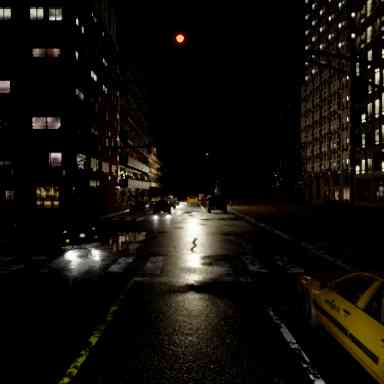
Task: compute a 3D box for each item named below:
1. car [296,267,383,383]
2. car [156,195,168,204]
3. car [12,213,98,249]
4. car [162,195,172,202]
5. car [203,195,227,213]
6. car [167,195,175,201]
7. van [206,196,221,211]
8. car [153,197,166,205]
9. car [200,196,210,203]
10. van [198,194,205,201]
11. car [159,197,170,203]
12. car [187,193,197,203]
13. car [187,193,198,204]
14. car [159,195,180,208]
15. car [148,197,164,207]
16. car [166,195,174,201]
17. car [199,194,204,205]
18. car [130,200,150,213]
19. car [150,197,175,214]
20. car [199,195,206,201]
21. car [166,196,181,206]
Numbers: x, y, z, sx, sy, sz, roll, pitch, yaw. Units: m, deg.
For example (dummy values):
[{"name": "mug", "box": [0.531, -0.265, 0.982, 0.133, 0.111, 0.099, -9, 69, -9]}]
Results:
[{"name": "car", "box": [2.686, 1.525, 4.140, 1.752, 1.417, 4.829, 0, 0, 0]}, {"name": "car", "box": [-5.704, 1.488, 64.014, 1.967, 1.590, 4.097, 0, 0, 0]}, {"name": "car", "box": [-6.178, 1.651, 14.910, 4.181, 1.385, 1.994, -1, 0, 34]}, {"name": "car", "box": [-5.705, 1.506, 75.068, 1.967, 1.590, 4.097, 0, 0, 0]}, {"name": "car", "box": [2.680, 1.327, 36.383, 2.192, 1.841, 5.009, 0, 0, 0]}, {"name": "car", "box": [-5.707, 1.644, 91.647, 1.887, 1.381, 4.507, 0, 0, 0]}, {"name": "van", "box": [2.679, 1.358, 41.909, 1.690, 1.788, 3.998, 0, 0, 0]}, {"name": "car", "box": [-5.702, 1.583, 58.487, 1.887, 1.381, 4.507, 0, 0, 0]}, {"name": "car", "box": [2.676, 1.601, 69.542, 1.887, 1.381, 4.507, 0, 0, 0]}, {"name": "van", "box": [2.672, 1.440, 91.648, 1.690, 1.788, 3.998, 0, 0, 0]}, {"name": "car", "box": [-5.704, 1.639, 69.541, 1.802, 1.307, 4.206, 0, 0, 0]}, {"name": "car", "box": [-0.008, 1.293, 75.872, 2.150, 2.045, 5.566, 0, 0, 0]}, {"name": "car", "box": [0.092, 1.524, 63.304, 1.882, 1.535, 5.008, 0, 0, 0]}, {"name": "car", "box": [-3.095, 1.568, 45.418, 2.033, 1.411, 5.357, 0, 0, 0]}, {"name": "car", "box": [-5.701, 1.581, 52.961, 2.008, 1.369, 4.403, 0, 0, 0]}, {"name": "car", "box": [-5.706, 1.612, 85.951, 1.752, 1.417, 4.829, 0, 0, 0]}, {"name": "car", "box": [2.677, 1.354, 58.488, 2.192, 1.841, 5.009, 0, 0, 0]}, {"name": "car", "box": [-5.698, 1.563, 36.381, 2.008, 1.369, 4.403, 0, 0, 0]}, {"name": "car", "box": [-3.127, 1.559, 35.290, 2.033, 1.411, 5.357, 0, 0, -4]}, {"name": "car", "box": [2.674, 1.613, 86.292, 1.752, 1.417, 4.829, 0, 0, 0]}, {"name": "car", "box": [-3.053, 1.526, 55.611, 2.128, 1.511, 4.902, 0, 0, 0]}]
